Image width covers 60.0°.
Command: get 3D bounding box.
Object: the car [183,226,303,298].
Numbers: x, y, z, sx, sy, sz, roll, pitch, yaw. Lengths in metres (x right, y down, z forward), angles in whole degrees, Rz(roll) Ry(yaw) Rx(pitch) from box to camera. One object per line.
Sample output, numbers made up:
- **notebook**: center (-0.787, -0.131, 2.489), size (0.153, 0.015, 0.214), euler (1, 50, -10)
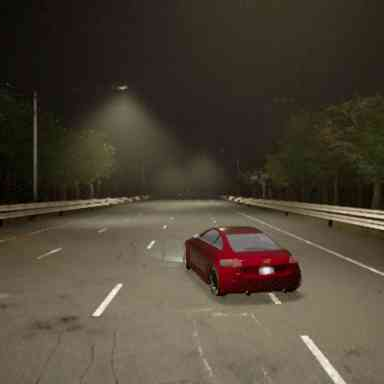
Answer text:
- **car**: center (1.061, 1.572, 8.733), size (1.994, 1.385, 4.181), euler (0, 0, -13)
